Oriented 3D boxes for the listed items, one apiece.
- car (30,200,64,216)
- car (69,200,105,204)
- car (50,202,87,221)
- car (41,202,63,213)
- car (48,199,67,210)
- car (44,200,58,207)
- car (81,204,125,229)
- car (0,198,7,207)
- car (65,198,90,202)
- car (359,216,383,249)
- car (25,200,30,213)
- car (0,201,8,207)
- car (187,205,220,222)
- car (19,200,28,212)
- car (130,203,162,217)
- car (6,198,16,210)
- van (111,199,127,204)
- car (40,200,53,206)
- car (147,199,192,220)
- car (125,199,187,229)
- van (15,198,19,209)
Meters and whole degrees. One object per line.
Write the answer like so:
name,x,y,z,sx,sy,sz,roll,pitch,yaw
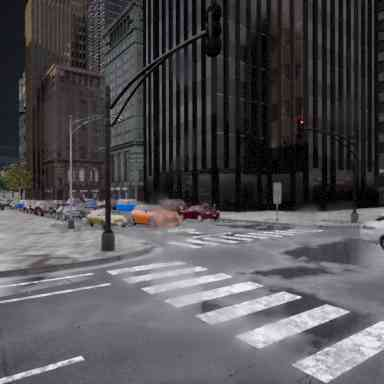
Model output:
car,-17.702,1.900,40.446,2.192,1.841,5.009,-1,0,-35
car,-11.488,1.972,36.330,2.128,1.511,4.902,0,-1,-35
car,-12.040,2.003,32.477,2.008,1.369,4.403,-1,0,-35
car,-21.135,2.252,50.055,2.033,1.411,5.357,0,-1,-35
car,-24.062,2.169,59.563,2.097,1.767,4.553,0,-1,-35
car,-31.720,2.594,74.930,1.947,1.339,4.313,-1,0,-35
car,-6.286,1.843,24.371,1.752,1.417,4.829,-1,0,-35
car,-41.279,2.666,73.667,1.887,1.381,4.507,-1,0,-35
car,-17.904,1.897,50.879,2.150,2.045,5.566,0,-1,-35
car,8.922,1.519,12.590,4.674,1.442,1.812,0,0,25
car,-20.525,2.195,44.430,1.887,1.381,4.507,-1,0,-35
car,-44.391,2.770,78.051,1.802,1.307,4.206,-1,0,-35
car,0.576,1.828,29.437,1.887,1.381,4.507,-1,0,-35
car,-23.355,2.156,48.413,1.967,1.590,4.097,-1,0,-35
car,-5.303,2.003,37.740,1.802,1.307,4.206,-1,0,-35
car,-31.943,2.353,60.511,1.967,1.590,4.097,-1,0,-35
van,-8.249,1.831,41.892,1.690,1.788,3.998,-1,0,-35
car,-34.732,2.659,79.173,1.947,1.339,4.313,-1,0,-35
car,-2.369,1.667,33.589,2.192,1.841,5.009,-1,0,-35
car,-2.664,1.623,23.885,2.097,1.767,4.553,0,-1,-35
van,-26.185,2.122,52.398,1.690,1.788,3.998,-1,0,-35
